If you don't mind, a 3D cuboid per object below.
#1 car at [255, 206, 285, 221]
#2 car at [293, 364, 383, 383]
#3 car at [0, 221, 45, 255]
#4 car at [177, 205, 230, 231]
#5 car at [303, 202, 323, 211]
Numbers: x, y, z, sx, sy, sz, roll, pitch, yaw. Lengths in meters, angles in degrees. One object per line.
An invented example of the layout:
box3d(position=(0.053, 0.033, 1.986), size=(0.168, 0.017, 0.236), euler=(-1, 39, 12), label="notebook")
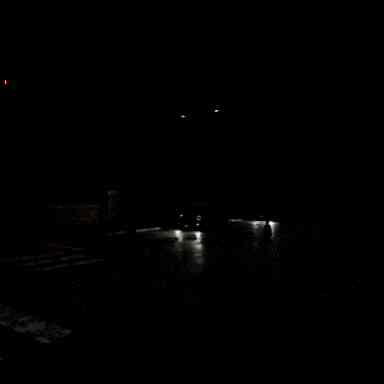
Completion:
box3d(position=(8.261, 2.222, 34.927), size=(1.837, 1.490, 4.892), euler=(0, -2, 36), label="car")
box3d(position=(2.391, 1.551, 1.247), size=(4.403, 1.369, 2.008), euler=(0, 0, 36), label="car")
box3d(position=(-8.010, 1.735, 12.053), size=(1.895, 1.301, 4.718), euler=(0, -1, 35), label="car")
box3d(position=(0.915, 1.803, 24.606), size=(2.097, 1.767, 4.553), euler=(0, -1, 36), label="car")
box3d(position=(17.443, 2.141, 47.688), size=(1.882, 1.535, 5.008), euler=(0, -1, 35), label="car")
